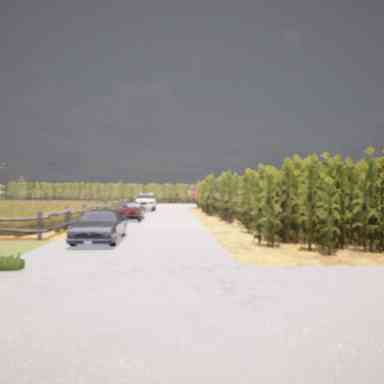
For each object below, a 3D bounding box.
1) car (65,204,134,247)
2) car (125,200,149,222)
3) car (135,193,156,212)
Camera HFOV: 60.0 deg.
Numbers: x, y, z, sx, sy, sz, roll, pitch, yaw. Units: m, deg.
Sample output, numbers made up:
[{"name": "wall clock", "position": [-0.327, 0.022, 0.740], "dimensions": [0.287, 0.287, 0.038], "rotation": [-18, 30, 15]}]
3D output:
[{"name": "car", "position": [-4.042, 1.492, 14.973], "dimensions": [2.033, 1.411, 5.357], "rotation": [1, 0, -4]}, {"name": "car", "position": [-4.667, 1.530, 25.629], "dimensions": [1.895, 1.301, 4.718], "rotation": [1, 0, -3]}, {"name": "car", "position": [-5.288, 1.132, 38.301], "dimensions": [2.150, 2.045, 5.566], "rotation": [1, 0, -3]}]
